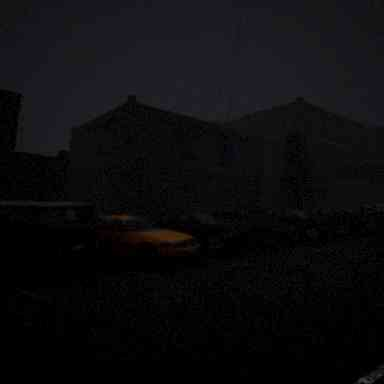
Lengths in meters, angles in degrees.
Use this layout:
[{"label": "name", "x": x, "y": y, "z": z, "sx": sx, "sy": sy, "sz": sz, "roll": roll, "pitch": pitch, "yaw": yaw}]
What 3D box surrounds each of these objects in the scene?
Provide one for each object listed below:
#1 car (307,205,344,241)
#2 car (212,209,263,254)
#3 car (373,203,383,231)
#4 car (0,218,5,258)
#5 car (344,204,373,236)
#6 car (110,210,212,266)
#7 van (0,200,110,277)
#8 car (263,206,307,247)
[{"label": "car", "x": 4.744, "y": 1.514, "z": 16.991, "sx": 5.008, "sy": 1.535, "sz": 2.097, "roll": -1, "pitch": -1, "yaw": 34}, {"label": "car", "x": 0.005, "y": 1.496, "z": 13.523, "sx": 5.008, "sy": 1.535, "sz": 2.097, "roll": -1, "pitch": -1, "yaw": 34}, {"label": "car", "x": 9.494, "y": 1.533, "z": 20.435, "sx": 4.892, "sy": 1.521, "sz": 2.231, "roll": -1, "pitch": -1, "yaw": 34}, {"label": "car", "x": -7.098, "y": 1.469, "z": 8.302, "sx": 5.008, "sy": 1.535, "sz": 2.097, "roll": -1, "pitch": -1, "yaw": 34}, {"label": "car", "x": 7.122, "y": 1.524, "z": 18.711, "sx": 4.892, "sy": 1.521, "sz": 2.231, "roll": -1, "pitch": -1, "yaw": 34}, {"label": "car", "x": -2.203, "y": 1.482, "z": 11.676, "sx": 5.366, "sy": 1.575, "sz": 1.946, "roll": -1, "pitch": -1, "yaw": 34}, {"label": "van", "x": -4.824, "y": 1.254, "z": 10.108, "sx": 4.442, "sy": 1.987, "sz": 1.878, "roll": -1, "pitch": -1, "yaw": 34}, {"label": "car", "x": 2.402, "y": 1.534, "z": 15.234, "sx": 4.792, "sy": 1.488, "sz": 2.163, "roll": -1, "pitch": -1, "yaw": 34}]
